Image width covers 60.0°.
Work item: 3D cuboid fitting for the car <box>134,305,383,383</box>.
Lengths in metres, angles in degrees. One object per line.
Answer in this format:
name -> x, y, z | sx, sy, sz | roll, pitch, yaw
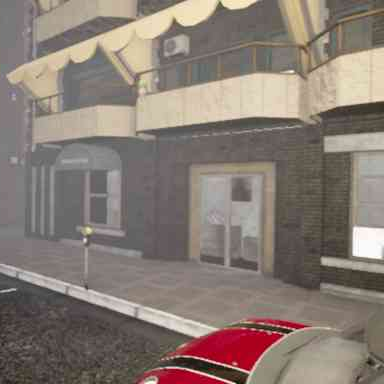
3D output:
car -> 1.387, 1.443, 1.886 | 4.097, 1.590, 1.967 | 1, 1, 36
